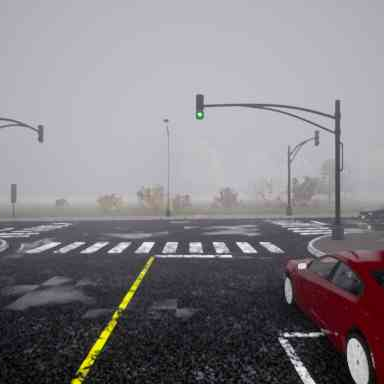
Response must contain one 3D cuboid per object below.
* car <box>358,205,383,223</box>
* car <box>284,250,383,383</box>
[{"bbox_3d":[14.770,1.371,23.550,5.357,1.411,2.033,-1,0,0],"label":"car"},{"bbox_3d":[2.707,1.547,5.038,1.887,1.381,4.507,0,0,0],"label":"car"}]
